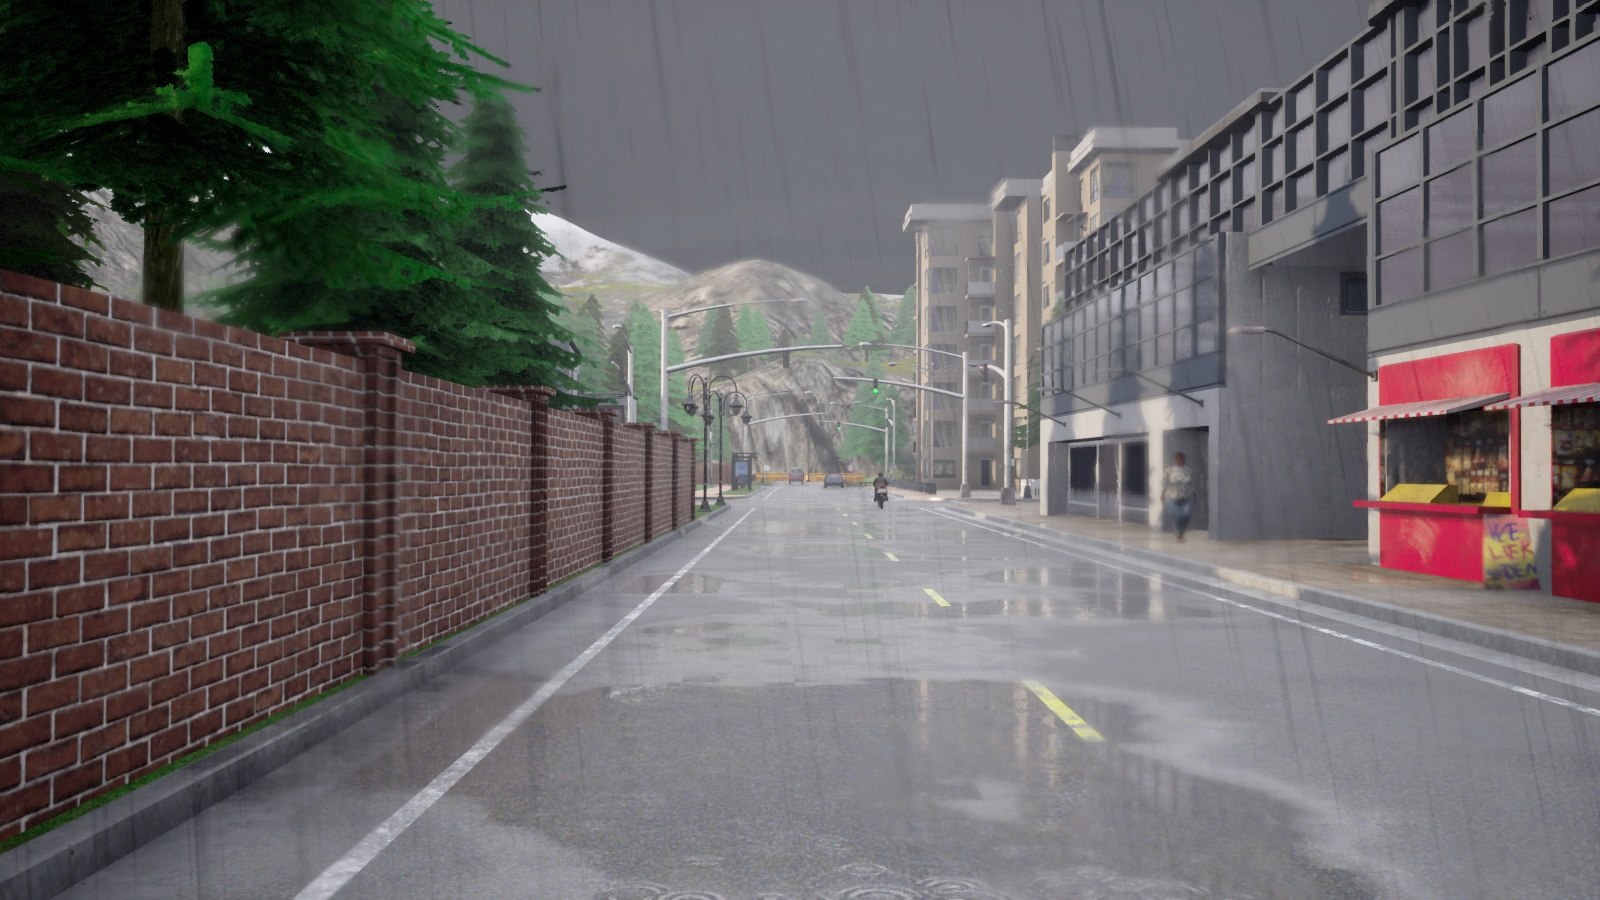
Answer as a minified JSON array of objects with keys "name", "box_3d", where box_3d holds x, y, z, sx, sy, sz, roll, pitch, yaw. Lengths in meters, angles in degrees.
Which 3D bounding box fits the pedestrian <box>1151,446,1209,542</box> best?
[{"name":"pedestrian","box_3d":[7.447,0.858,24.618,0.874,1.855,0.900,0,-1,2]}]

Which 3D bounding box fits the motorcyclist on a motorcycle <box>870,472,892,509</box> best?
[{"name":"motorcyclist on a motorcycle","box_3d":[3.359,1.660,52.331,0.797,1.523,2.044,0,-1,0]}]
